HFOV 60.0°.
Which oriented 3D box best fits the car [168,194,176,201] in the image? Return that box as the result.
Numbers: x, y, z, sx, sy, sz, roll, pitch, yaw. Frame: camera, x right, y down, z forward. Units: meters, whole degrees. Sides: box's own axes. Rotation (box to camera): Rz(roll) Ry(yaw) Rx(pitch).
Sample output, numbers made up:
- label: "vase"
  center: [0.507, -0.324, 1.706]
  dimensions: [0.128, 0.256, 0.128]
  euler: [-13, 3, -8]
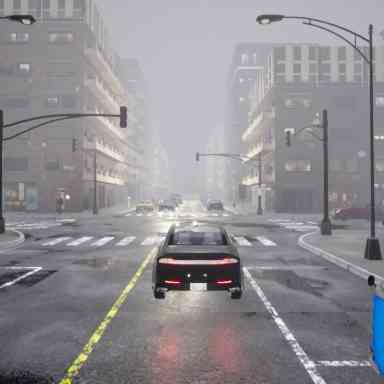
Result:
- label: "car"
  center: [-5.458, 1.480, 90.680]
  dimensions: [1.967, 1.590, 4.097]
  euler: [1, 0, 0]

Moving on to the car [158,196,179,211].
- label: "car"
  center: [-3.003, 1.562, 40.874]
  dimensions: [2.033, 1.411, 5.357]
  euler: [0, 0, 0]

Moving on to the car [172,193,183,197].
- label: "car"
  center: [-2.915, 1.245, 61.515]
  dimensions: [2.150, 2.045, 5.566]
  euler: [0, 0, 1]

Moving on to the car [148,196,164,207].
- label: "car"
  center: [-5.553, 1.459, 51.182]
  dimensions: [1.967, 1.590, 4.097]
  euler: [1, 0, 0]

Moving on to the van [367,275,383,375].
- label: "van"
  center: [2.679, 1.342, 1.930]
  dimensions: [1.690, 1.788, 3.998]
  euler: [1, 0, 0]

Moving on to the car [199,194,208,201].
- label: "car"
  center: [2.911, 1.351, 85.017]
  dimensions: [2.192, 1.841, 5.009]
  euler: [1, 0, 0]

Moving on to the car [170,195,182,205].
- label: "car"
  center: [-2.972, 1.544, 50.778]
  dimensions: [1.812, 1.442, 4.674]
  euler: [0, 0, 0]

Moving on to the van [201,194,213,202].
- label: "van"
  center: [2.843, 1.362, 56.804]
  dimensions: [1.690, 1.788, 3.998]
  euler: [1, 0, 0]

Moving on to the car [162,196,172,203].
- label: "car"
  center: [-5.500, 1.574, 73.752]
  dimensions: [1.887, 1.381, 4.507]
  euler: [1, 0, 0]

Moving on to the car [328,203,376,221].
- label: "car"
  center: [13.709, 1.608, 28.035]
  dimensions: [4.097, 1.590, 1.967]
  euler: [0, -1, 1]

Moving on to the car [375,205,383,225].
- label: "car"
  center: [13.586, 1.583, 19.654]
  dimensions: [4.313, 1.339, 1.947]
  euler: [0, -1, 1]

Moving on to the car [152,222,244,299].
- label: "car"
  center: [0.121, 1.494, 8.419]
  dimensions: [2.128, 1.511, 4.902]
  euler: [0, 0, 0]

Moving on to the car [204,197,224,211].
- label: "car"
  center: [2.799, 1.580, 39.877]
  dimensions: [1.947, 1.339, 4.313]
  euler: [1, 0, 0]

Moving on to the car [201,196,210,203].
- label: "car"
  center: [2.879, 1.612, 73.732]
  dimensions: [1.802, 1.307, 4.206]
  euler: [1, 0, 0]

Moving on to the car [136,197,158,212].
- label: "car"
  center: [-5.581, 1.539, 39.726]
  dimensions: [1.752, 1.417, 4.829]
  euler: [1, 0, 0]

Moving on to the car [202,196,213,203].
- label: "car"
  center: [2.812, 1.567, 45.519]
  dimensions: [2.008, 1.369, 4.403]
  euler: [1, 0, 0]

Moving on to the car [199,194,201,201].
- label: "car"
  center: [2.867, 1.552, 68.259]
  dimensions: [1.752, 1.417, 4.829]
  euler: [1, 0, 0]

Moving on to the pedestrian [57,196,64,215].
- label: "pedestrian"
  center: [-12.464, 1.217, 31.355]
  dimensions: [0.375, 1.860, 0.375]
  euler: [0, -1, 1]
